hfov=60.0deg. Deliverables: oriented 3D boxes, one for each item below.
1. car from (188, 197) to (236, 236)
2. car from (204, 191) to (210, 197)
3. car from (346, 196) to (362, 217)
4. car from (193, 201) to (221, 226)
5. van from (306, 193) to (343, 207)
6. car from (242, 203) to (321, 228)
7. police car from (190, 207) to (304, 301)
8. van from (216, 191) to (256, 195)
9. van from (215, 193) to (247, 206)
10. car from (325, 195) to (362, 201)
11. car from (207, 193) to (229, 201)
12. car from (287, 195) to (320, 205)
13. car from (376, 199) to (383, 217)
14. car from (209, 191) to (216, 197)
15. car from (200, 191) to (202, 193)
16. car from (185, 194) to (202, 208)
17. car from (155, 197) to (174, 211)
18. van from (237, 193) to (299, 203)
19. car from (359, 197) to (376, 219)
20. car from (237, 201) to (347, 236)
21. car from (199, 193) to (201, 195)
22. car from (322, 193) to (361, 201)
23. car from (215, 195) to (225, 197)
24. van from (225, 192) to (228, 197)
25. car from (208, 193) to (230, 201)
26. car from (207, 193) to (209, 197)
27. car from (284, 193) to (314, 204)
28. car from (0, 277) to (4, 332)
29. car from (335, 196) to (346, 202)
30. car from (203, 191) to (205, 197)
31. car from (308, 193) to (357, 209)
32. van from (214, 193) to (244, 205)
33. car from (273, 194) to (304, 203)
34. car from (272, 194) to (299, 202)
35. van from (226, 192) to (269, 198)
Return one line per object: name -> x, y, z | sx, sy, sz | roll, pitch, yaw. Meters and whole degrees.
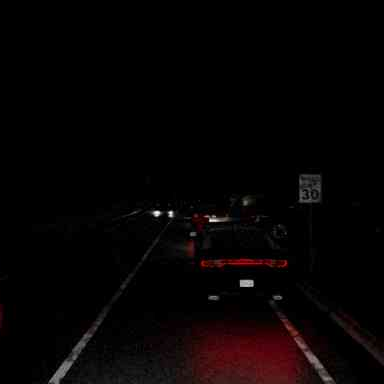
car -> 0.971, 1.332, 18.377 | 2.097, 1.767, 4.553 | 0, 0, 0
car -> 5.629, 0.962, 63.766 | 5.566, 2.045, 2.435 | 0, 1, 0
car -> 18.969, 1.443, 33.651 | 5.366, 1.575, 1.946 | 0, 0, 0
car -> 0.970, 1.471, 24.415 | 1.837, 1.490, 4.892 | 0, 0, 0
van -> 18.880, 1.134, 47.532 | 4.442, 1.987, 1.878 | 0, 1, 0
car -> 5.726, 1.505, 21.710 | 4.674, 1.452, 2.002 | 0, 0, 0
police car -> 0.973, 1.420, 8.504 | 1.930, 1.638, 5.238 | 0, 0, 0
van -> 5.805, 1.162, 44.146 | 4.442, 1.987, 1.878 | 0, 0, 0
van -> 5.797, 1.113, 49.750 | 4.442, 1.987, 1.878 | 0, 1, 0
car -> 18.805, 1.451, 39.206 | 4.792, 1.488, 2.163 | 0, 0, 0
car -> 5.613, 1.013, 72.177 | 4.553, 1.767, 2.185 | 0, 1, 0
car -> 18.721, 1.315, 55.860 | 4.792, 1.488, 2.163 | 0, 1, 0
car -> 18.787, 1.461, 28.096 | 4.892, 1.521, 2.231 | 0, 0, 0
car -> 5.656, 1.112, 46.946 | 5.566, 2.045, 2.435 | 0, 1, 0
car -> 5.795, 0.936, 94.603 | 5.366, 1.575, 1.946 | 0, 1, 0
car -> 0.007, 1.420, 45.089 | 2.033, 1.411, 5.357 | 0, 0, 1
car -> -3.258, 1.379, 39.887 | 1.882, 1.535, 5.008 | 0, 0, 0
van -> 5.836, 1.236, 24.513 | 4.442, 1.987, 1.878 | 0, 0, 0
car -> 18.784, 1.454, 30.874 | 5.008, 1.535, 2.097 | 0, 0, 0
car -> 5.543, 1.465, 18.907 | 5.366, 1.575, 1.946 | 0, 0, 0
car -> -0.011, 1.273, 58.234 | 2.128, 1.511, 4.902 | 0, 0, 0
car -> 18.743, 1.152, 41.979 | 5.566, 2.045, 2.435 | 0, 0, 0
car -> 5.699, 1.408, 41.340 | 4.892, 1.521, 2.231 | 0, 0, 0
van -> 5.823, 1.221, 32.925 | 4.442, 1.987, 1.878 | 0, 0, 0
car -> 5.618, 1.038, 69.373 | 4.553, 1.767, 2.185 | 0, 1, 0
car -> 5.660, 1.279, 60.965 | 4.674, 1.452, 2.002 | 0, 1, 0
car -> 18.777, 1.135, 58.636 | 4.553, 1.767, 2.185 | 0, 1, 0
car -> -3.350, 1.222, 1.756 | 2.150, 2.045, 5.566 | 0, 0, 0
car -> 18.751, 1.468, 36.423 | 4.792, 1.488, 2.163 | 0, 0, 0
car -> 5.625, 0.937, 66.569 | 5.566, 2.045, 2.435 | 0, 1, 0
car -> 18.796, 1.133, 44.756 | 5.566, 2.045, 2.435 | 0, 1, 0
van -> 5.792, 1.088, 52.554 | 4.442, 1.987, 1.878 | 0, 1, 0
car -> 18.552, 1.208, 64.186 | 5.366, 1.575, 1.946 | 0, 0, 0
car -> 18.738, 1.187, 66.963 | 4.892, 1.521, 2.231 | 0, 1, 0
van -> 5.594, 1.229, 30.124 | 4.442, 1.987, 1.878 | 0, 0, 0
